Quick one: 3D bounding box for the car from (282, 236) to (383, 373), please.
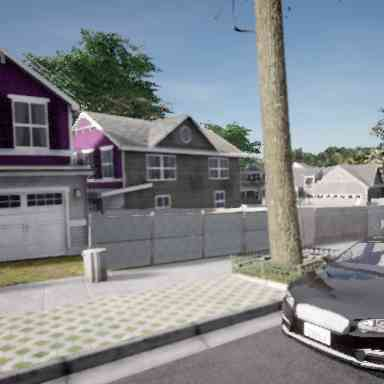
[{"bbox_3d":[3.574,1.537,5.624,4.902,1.511,2.128,1,0,-36],"label":"car"}]
